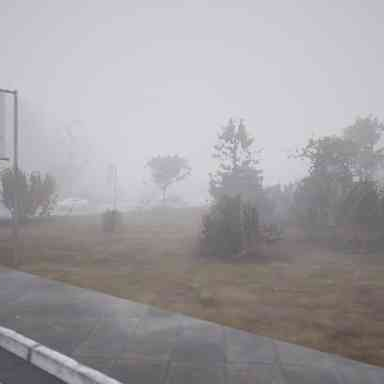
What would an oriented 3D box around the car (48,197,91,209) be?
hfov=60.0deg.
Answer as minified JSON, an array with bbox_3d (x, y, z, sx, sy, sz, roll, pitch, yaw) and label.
[{"bbox_3d":[-17.166,1.519,46.733,2.033,1.411,5.357,0,0,39],"label":"car"}]

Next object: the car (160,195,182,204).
[{"bbox_3d":[-3.798,1.246,57.862,1.882,1.535,5.008,0,1,38],"label":"car"}]

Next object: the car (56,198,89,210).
[{"bbox_3d":[-15.586,1.507,43.099,1.812,1.442,4.674,0,0,39],"label":"car"}]

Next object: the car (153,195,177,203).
[{"bbox_3d":[-4.907,1.253,62.098,1.812,1.442,4.674,0,1,37],"label":"car"}]
